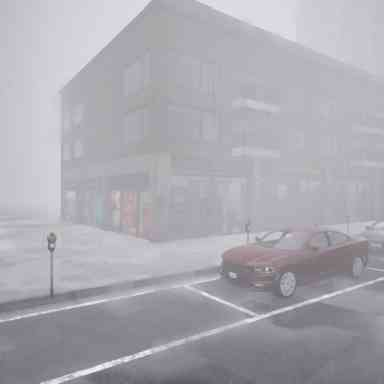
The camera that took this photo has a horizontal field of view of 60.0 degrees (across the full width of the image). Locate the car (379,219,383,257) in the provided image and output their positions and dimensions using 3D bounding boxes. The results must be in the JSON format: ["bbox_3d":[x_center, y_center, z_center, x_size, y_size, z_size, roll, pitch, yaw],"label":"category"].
[{"bbox_3d":[7.212,1.581,11.666,4.206,1.307,1.802,0,0,-35],"label":"car"}]

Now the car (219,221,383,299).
[{"bbox_3d":[2.712,1.544,8.462,4.507,1.381,1.887,0,0,-35],"label":"car"}]
